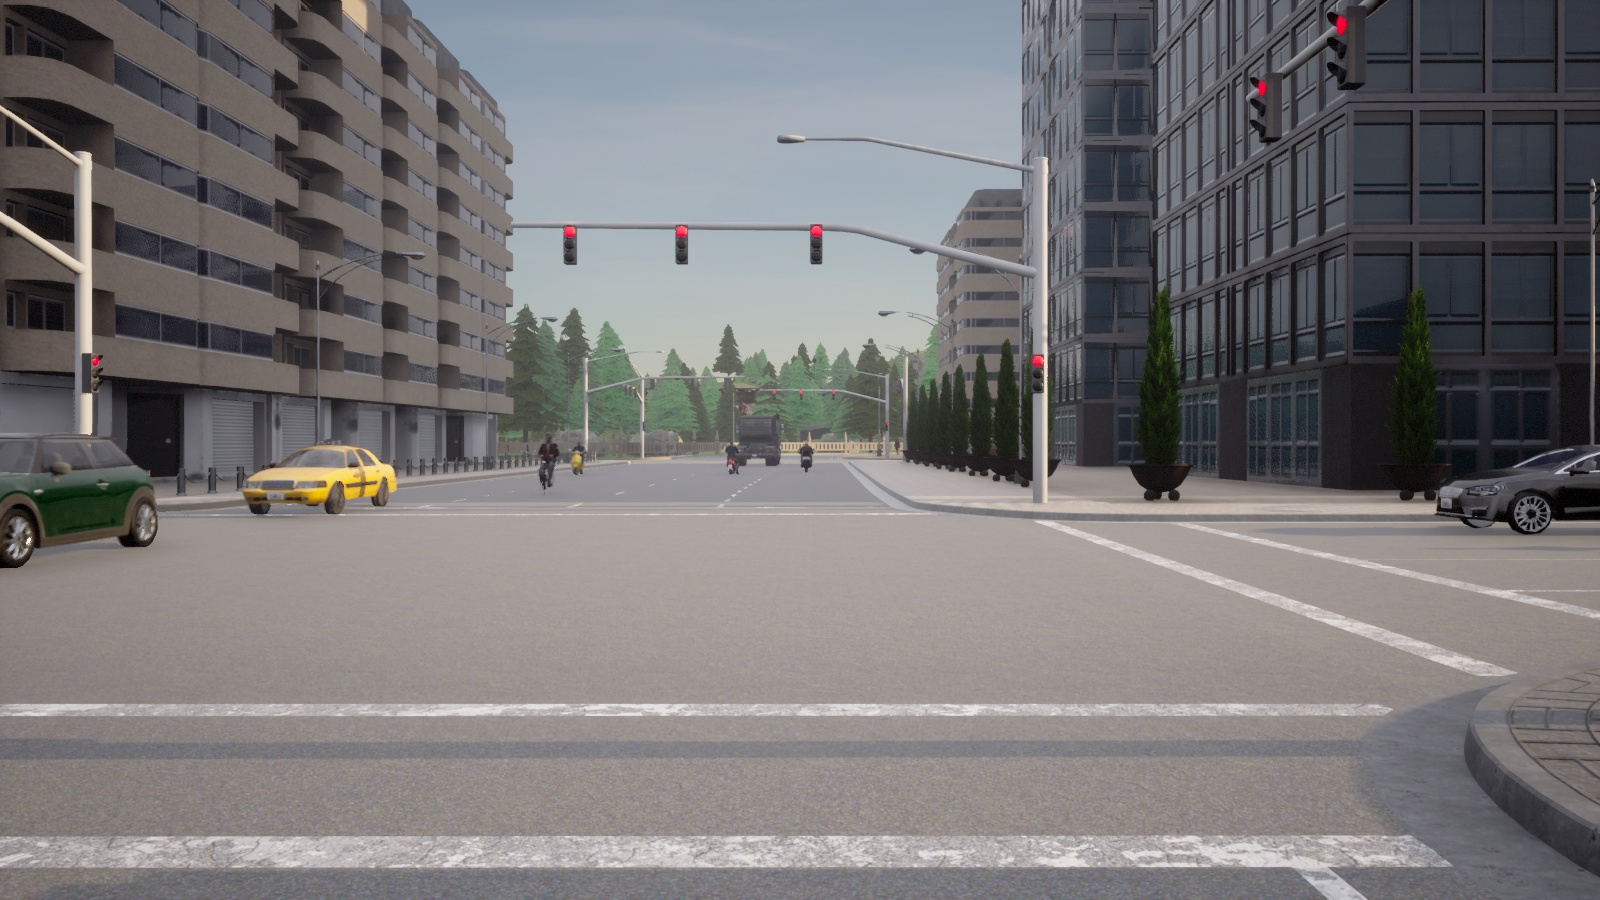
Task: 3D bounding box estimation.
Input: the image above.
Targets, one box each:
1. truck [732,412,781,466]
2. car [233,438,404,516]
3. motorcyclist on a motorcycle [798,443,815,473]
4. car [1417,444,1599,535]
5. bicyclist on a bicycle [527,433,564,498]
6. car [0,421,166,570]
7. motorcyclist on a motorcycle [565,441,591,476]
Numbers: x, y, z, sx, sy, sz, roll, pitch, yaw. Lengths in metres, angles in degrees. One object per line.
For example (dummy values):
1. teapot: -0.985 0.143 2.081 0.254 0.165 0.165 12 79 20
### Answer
1. truck: -2.822 -0.710 83.605 2.891 3.462 7.936 0 0 1
2. car: -10.606 0.526 28.149 1.801 1.575 5.366 0 1 0
3. motorcyclist on a motorcycle: 0.344 0.415 64.948 0.866 1.530 2.191 0 0 1
4. car: 13.678 0.646 21.788 4.902 1.511 2.128 0 0 1
5. bicyclist on a bicycle: -7.121 0.412 35.259 0.659 1.776 1.843 0 0 0
6. car: -10.516 0.531 16.500 2.097 1.767 4.553 0 0 0
7. motorcyclist on a motorcycle: -10.279 0.363 58.167 0.866 1.590 1.817 0 0 1
